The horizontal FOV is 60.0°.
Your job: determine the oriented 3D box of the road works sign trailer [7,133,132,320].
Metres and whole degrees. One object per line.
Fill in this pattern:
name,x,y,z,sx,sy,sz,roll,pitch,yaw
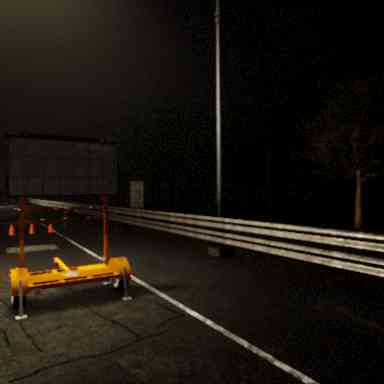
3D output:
road works sign trailer,-2.954,0.511,7.744,2.380,3.560,2.880,0,0,-31
